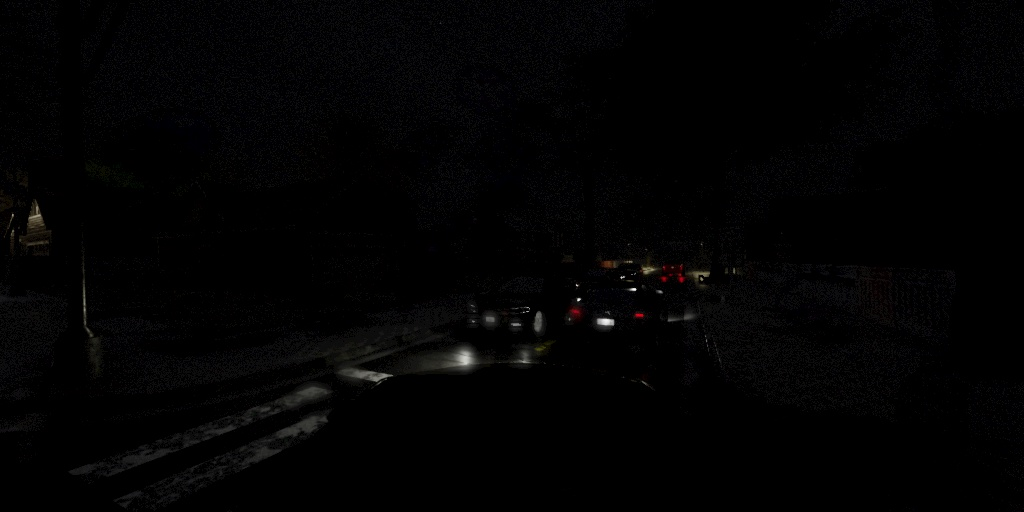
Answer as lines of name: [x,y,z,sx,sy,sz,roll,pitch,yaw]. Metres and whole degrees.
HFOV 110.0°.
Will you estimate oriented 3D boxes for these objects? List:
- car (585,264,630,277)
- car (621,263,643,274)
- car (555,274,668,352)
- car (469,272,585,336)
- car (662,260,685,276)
car: [4.950,1.351,19.915,2.033,1.411,5.357,-1,0,25]
car: [9.404,1.323,28.897,1.837,1.490,4.892,-1,-1,27]
car: [2.815,1.323,9.158,1.994,1.385,4.181,-1,0,26]
car: [0.566,1.281,11.042,1.882,1.535,5.008,-1,0,26]
car: [17.083,1.178,37.894,2.097,1.767,4.553,-1,-1,27]
